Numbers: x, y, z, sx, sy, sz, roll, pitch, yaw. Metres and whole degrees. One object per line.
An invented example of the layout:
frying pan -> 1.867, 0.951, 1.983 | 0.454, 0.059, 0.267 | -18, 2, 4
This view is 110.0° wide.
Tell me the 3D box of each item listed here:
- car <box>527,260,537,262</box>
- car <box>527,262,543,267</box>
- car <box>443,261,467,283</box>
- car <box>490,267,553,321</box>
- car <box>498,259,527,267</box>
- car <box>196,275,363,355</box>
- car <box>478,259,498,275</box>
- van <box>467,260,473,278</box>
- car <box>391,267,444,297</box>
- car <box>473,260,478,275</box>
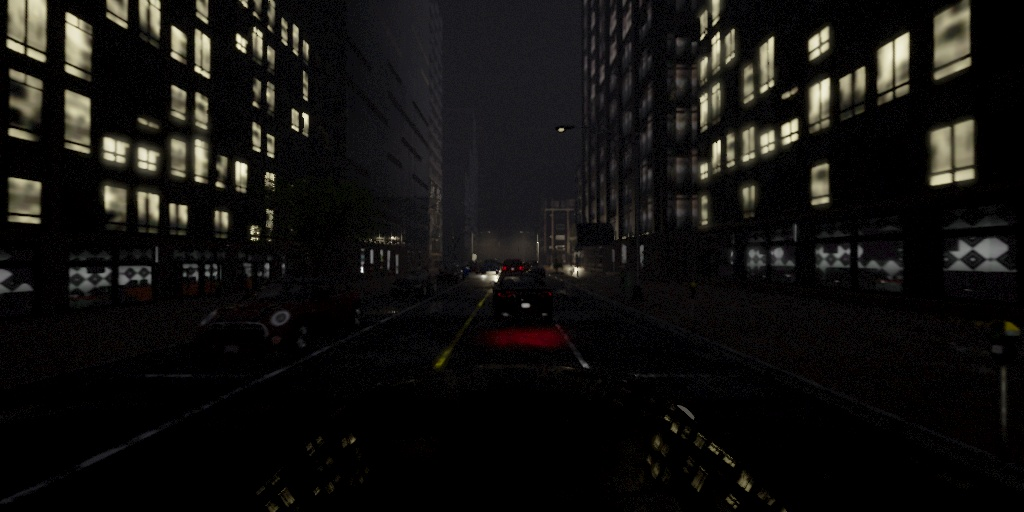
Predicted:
car -> 2.521, 1.497, 47.707 | 2.192, 1.841, 5.009 | 0, 0, 0
car -> 2.532, 1.627, 36.590 | 2.007, 1.370, 4.403 | 0, 0, 0
car -> -5.343, 1.464, 31.024 | 1.967, 1.591, 4.097 | 0, 0, 0
car -> 0.261, 1.334, 13.096 | 1.882, 1.535, 5.008 | 0, 0, -3
car -> 0.066, 1.286, 35.034 | 2.150, 2.045, 5.566 | 0, 0, 0
car -> -5.322, 1.256, 8.790 | 1.967, 1.591, 4.097 | 0, 0, 0
car -> -2.812, 1.409, 47.767 | 2.150, 2.045, 5.566 | 0, -1, 0
van -> -5.348, 1.417, 36.582 | 1.690, 1.789, 3.998 | 0, 0, 0
car -> -5.332, 1.470, 19.907 | 2.007, 1.370, 4.403 | 0, 0, 0
car -> -5.359, 1.497, 47.699 | 2.192, 1.841, 5.009 | 0, 0, 0
